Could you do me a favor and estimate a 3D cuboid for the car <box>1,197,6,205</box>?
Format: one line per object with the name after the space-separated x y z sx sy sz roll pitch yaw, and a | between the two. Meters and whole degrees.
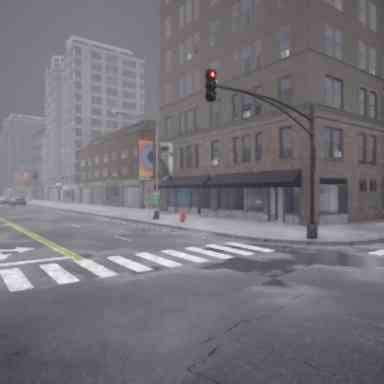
-32.594 1.504 58.997 1.994 1.385 4.181 0 0 -36 | car

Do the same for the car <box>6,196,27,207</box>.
-26.468 1.452 50.611 1.837 1.490 4.892 0 0 -36 | car
